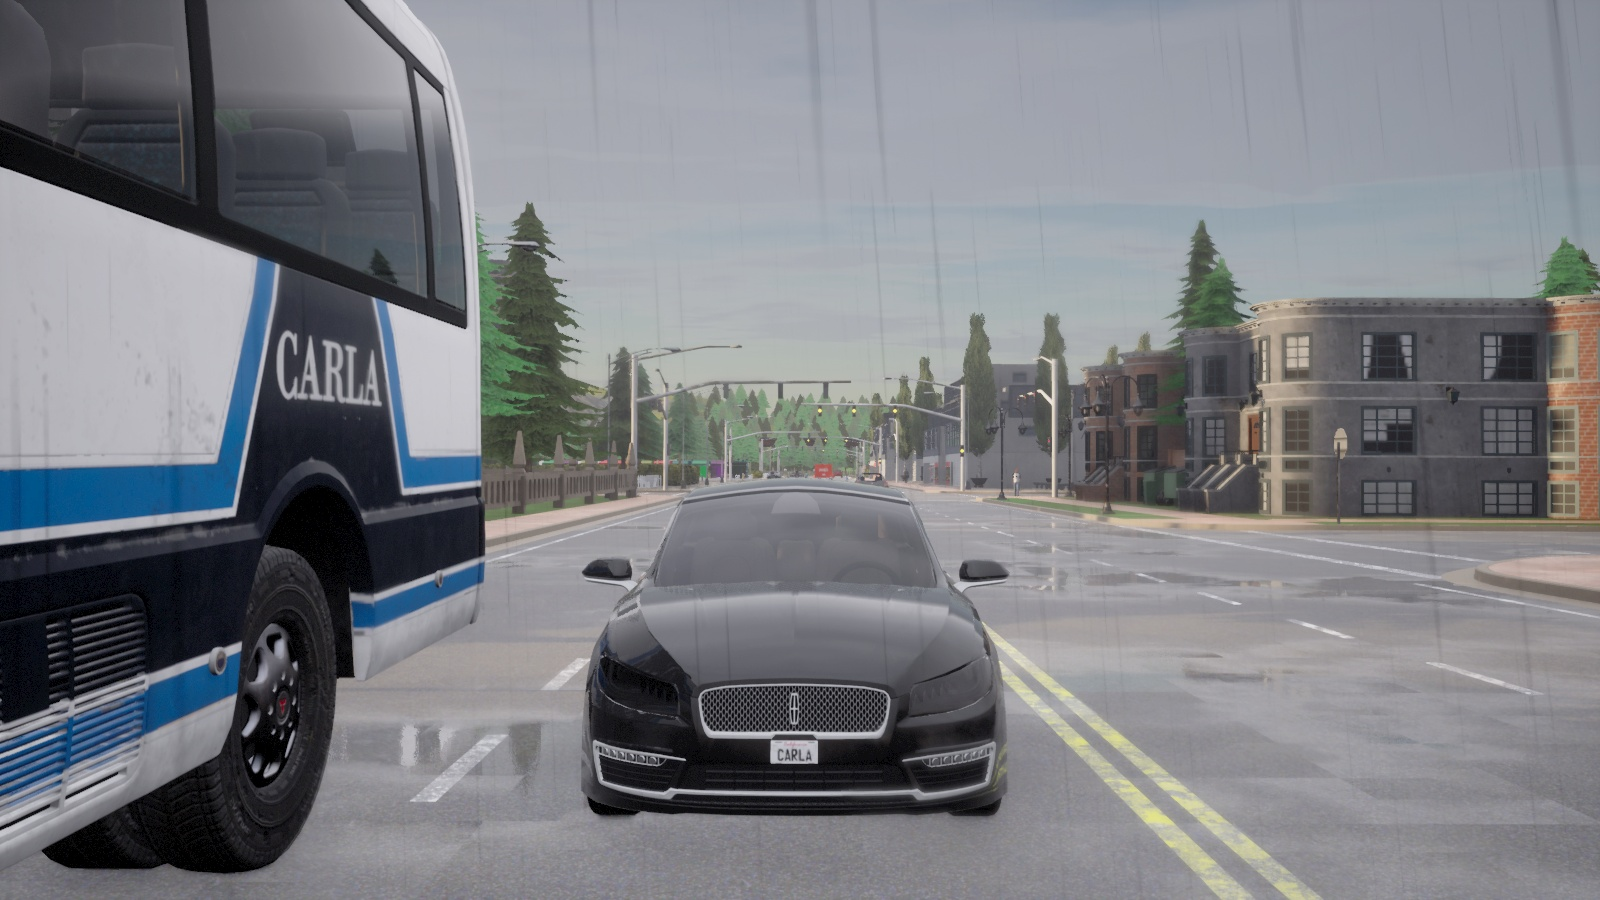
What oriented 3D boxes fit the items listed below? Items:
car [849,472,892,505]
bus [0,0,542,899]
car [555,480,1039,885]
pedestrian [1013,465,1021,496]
[{"bbox_3d":[3.359,1.823,60.293,1.845,1.501,3.633,0,-1,0],"label":"car"},{"bbox_3d":[-3.511,-0.509,2.377,3.944,4.253,10.273,0,0,0],"label":"bus"},{"bbox_3d":[-0.017,0.940,7.221,1.837,1.490,4.892,0,-1,0],"label":"car"},{"bbox_3d":[12.889,1.799,74.478,0.354,1.836,0.706,0,-1,2],"label":"pedestrian"}]
